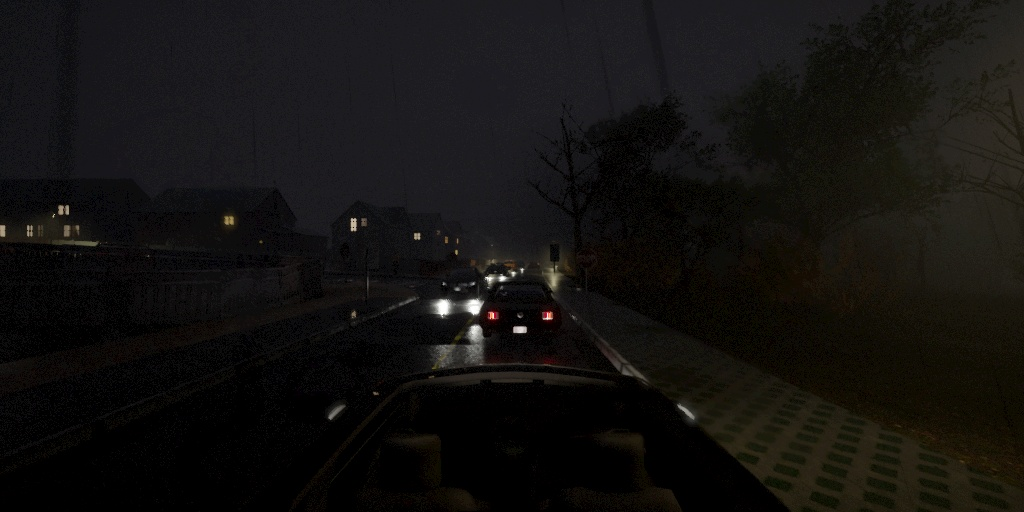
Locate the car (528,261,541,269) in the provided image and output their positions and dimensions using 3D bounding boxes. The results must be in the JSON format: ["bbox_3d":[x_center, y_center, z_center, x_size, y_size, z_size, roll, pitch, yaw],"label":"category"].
[{"bbox_3d":[3.956,1.552,62.943,1.994,1.385,4.181,0,0,7],"label":"car"}]

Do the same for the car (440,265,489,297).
[{"bbox_3d":[-2.495,1.296,19.153,1.812,1.442,4.674,0,0,2],"label":"car"}]

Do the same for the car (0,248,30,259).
[{"bbox_3d":[-34.093,-0.331,22.949,5.008,1.535,1.882,3,0,1],"label":"car"}]

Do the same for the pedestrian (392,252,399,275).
[{"bbox_3d":[-9.172,0.552,28.297,0.375,1.860,0.375,0,-3,1],"label":"pedestrian"}]

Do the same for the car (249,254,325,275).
[{"bbox_3d":[-14.272,0.655,22.534,4.674,1.442,1.812,3,0,1],"label":"car"}]

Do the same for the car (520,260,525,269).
[{"bbox_3d":[1.251,1.529,64.798,1.812,1.442,4.674,0,0,8],"label":"car"}]

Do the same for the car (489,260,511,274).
[{"bbox_3d":[-1.519,1.379,37.303,1.994,1.385,4.181,0,0,4],"label":"car"}]

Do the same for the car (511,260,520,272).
[{"bbox_3d":[-0.411,1.364,50.208,1.882,1.535,5.008,0,0,6],"label":"car"}]

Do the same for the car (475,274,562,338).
[{"bbox_3d":[0.215,1.357,10.192,1.895,1.301,4.718,0,0,1],"label":"car"}]

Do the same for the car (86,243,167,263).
[{"bbox_3d":[-24.104,0.016,22.740,4.553,1.767,2.097,3,0,1],"label":"car"}]
